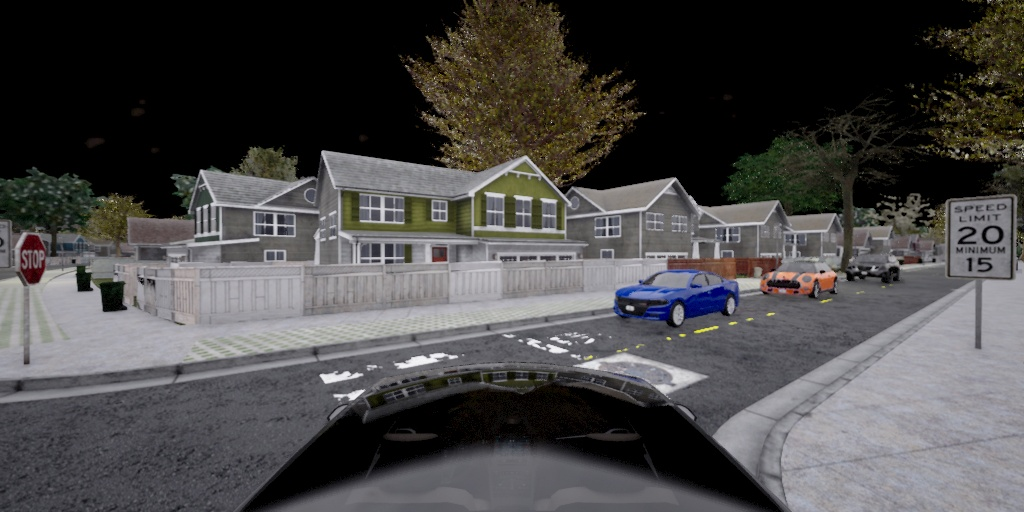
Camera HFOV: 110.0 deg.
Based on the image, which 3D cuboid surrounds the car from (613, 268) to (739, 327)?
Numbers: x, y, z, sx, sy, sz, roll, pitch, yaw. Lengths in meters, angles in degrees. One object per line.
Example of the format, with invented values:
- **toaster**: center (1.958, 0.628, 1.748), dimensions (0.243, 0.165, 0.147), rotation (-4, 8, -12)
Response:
- **car**: center (5.340, 1.179, 11.467), dimensions (5.008, 1.535, 1.882), rotation (0, 1, -35)

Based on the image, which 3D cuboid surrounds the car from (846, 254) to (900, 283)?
- **car**: center (26.904, 0.864, 26.656), dimensions (5.566, 2.045, 2.150), rotation (0, 0, -35)

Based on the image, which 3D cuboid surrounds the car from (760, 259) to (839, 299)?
- **car**: center (14.264, 1.026, 17.769), dimensions (4.553, 1.767, 2.097), rotation (0, 1, -35)
